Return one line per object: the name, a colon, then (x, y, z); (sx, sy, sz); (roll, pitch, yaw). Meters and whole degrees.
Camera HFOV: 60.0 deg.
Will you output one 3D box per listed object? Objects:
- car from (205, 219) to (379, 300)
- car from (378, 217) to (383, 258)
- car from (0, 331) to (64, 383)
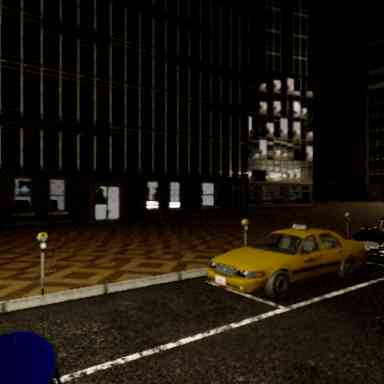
car: (2.559, 1.526, 8.382); (4.829, 1.417, 1.752); (0, 0, -35)
car: (7.312, 1.551, 11.771); (4.403, 1.369, 2.008); (0, 0, -35)
car: (-2.904, 1.526, 1.308); (4.674, 1.442, 1.812); (0, 0, -35)
